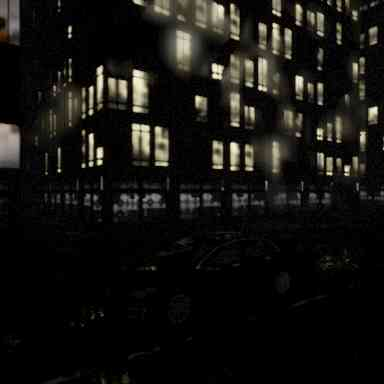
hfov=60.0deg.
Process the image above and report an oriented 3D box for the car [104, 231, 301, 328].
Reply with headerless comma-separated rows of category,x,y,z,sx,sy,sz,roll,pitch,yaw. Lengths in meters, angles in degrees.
car,0.413,1.529,6.852,4.403,1.369,2.008,0,0,-36
